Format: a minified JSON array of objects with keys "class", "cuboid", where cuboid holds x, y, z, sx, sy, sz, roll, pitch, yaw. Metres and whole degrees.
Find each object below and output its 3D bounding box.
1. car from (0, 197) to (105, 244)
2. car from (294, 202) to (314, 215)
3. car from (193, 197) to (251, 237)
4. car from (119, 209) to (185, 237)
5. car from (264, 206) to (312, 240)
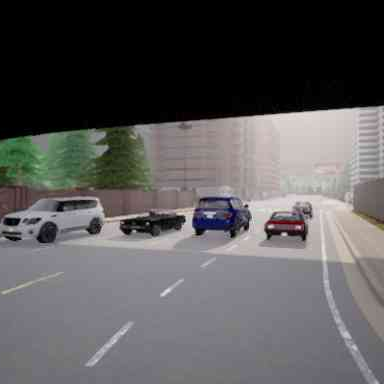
[{"class":"car","cuboid":[-6.624,1.259,16.576,2.150,2.045,5.566,0,0,21]},{"class":"car","cuboid":[10.652,1.629,32.029,2.033,1.411,5.357,0,0,21]},{"class":"car","cuboid":[1.811,1.269,18.615,2.150,2.045,5.566,0,0,20]},{"class":"car","cuboid":[-2.087,1.644,18.607,1.895,1.301,4.718,0,0,21]},{"class":"car","cuboid":[5.026,1.645,17.280,1.895,1.301,4.718,0,0,21]}]
